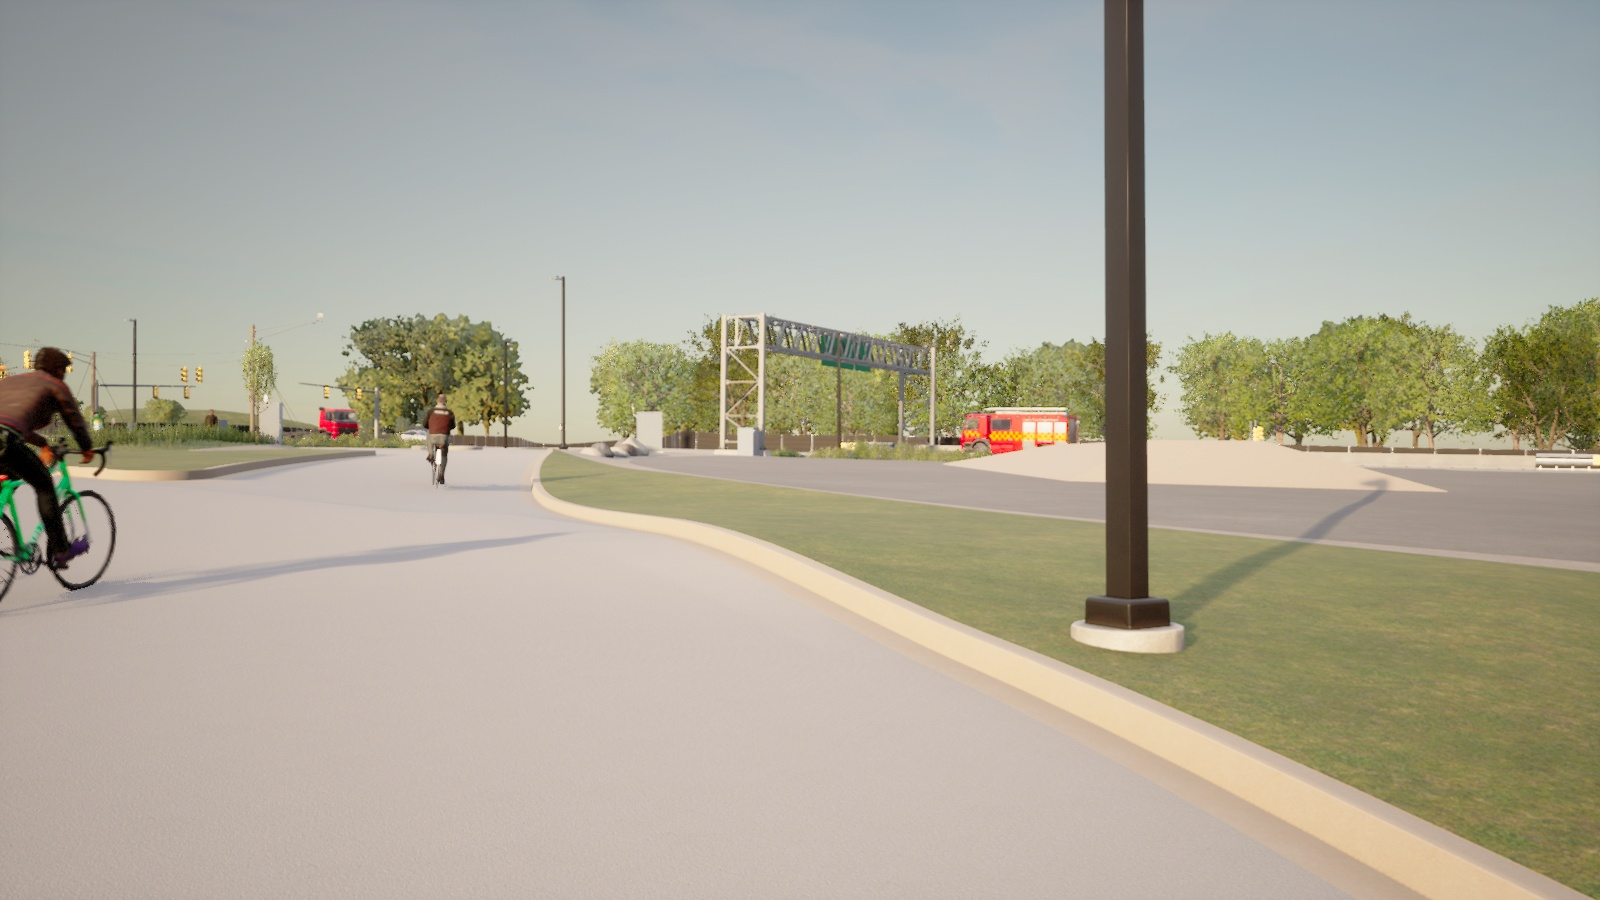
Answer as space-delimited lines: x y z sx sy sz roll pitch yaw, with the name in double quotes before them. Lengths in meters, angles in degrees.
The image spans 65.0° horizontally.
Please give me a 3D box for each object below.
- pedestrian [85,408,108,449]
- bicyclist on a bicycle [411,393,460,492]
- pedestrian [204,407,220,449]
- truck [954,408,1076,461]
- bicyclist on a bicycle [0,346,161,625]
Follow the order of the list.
"pedestrian" -33.599 -1.026 59.997 0.873 1.952 0.659 -1 -1 39
"bicyclist on a bicycle" -6.977 -0.178 23.964 0.659 1.776 1.843 4 1 -20
"pedestrian" -26.054 -0.976 55.673 0.431 1.840 0.703 1 -1 -44
"truck" 16.112 -1.160 94.195 8.468 3.827 2.891 1 0 29
"bicyclist on a bicycle" -4.863 0.163 8.042 0.582 1.620 1.656 2 3 4
